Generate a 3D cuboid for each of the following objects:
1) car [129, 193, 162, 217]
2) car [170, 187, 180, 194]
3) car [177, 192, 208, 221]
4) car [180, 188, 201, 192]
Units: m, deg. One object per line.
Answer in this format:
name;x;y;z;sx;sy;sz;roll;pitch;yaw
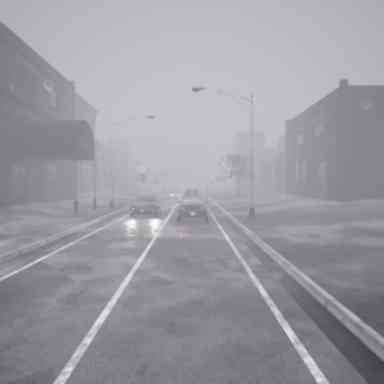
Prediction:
car;-3.168;0.897;23.459;1.837;1.490;4.892;0;2;0
car;-3.209;-0.320;65.367;1.994;1.385;4.181;0;2;0
car;0.038;0.979;21.105;1.812;1.442;4.674;0;2;0
car;-0.017;0.281;38.880;2.097;1.767;4.553;0;2;0
